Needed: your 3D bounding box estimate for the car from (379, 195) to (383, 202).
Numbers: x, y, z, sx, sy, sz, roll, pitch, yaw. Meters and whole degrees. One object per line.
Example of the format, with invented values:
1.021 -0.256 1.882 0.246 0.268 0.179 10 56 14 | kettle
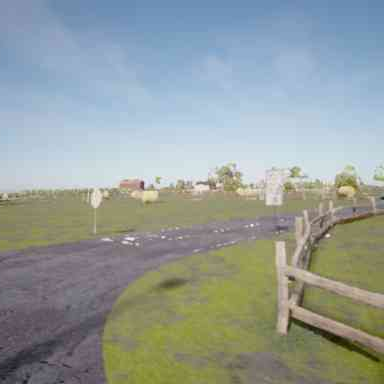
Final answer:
25.752 0.609 42.574 4.718 1.301 1.895 -2 0 -41 | car
